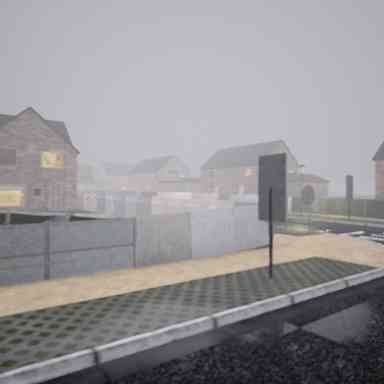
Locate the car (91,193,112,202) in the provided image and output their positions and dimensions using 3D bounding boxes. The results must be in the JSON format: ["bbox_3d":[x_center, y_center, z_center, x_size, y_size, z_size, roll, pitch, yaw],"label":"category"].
[{"bbox_3d":[-13.289,0.761,50.444,1.895,1.301,4.718,0,1,-36],"label":"car"}]

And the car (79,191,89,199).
[{"bbox_3d":[-19.163,0.592,58.548,1.994,1.385,4.181,0,0,-36],"label":"car"}]
